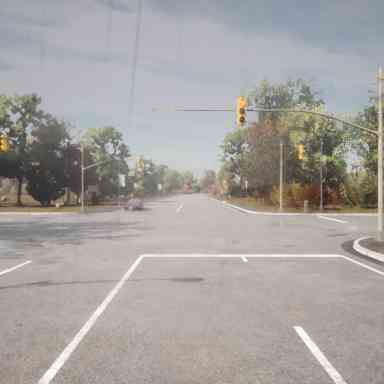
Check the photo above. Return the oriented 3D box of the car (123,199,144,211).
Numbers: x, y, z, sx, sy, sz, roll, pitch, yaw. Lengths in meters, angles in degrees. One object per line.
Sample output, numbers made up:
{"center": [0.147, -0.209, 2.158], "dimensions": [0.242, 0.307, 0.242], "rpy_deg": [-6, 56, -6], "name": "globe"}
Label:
{"center": [-6.975, 1.547, 40.288], "dimensions": [1.812, 1.442, 4.674], "rpy_deg": [0, 0, -1], "name": "car"}
